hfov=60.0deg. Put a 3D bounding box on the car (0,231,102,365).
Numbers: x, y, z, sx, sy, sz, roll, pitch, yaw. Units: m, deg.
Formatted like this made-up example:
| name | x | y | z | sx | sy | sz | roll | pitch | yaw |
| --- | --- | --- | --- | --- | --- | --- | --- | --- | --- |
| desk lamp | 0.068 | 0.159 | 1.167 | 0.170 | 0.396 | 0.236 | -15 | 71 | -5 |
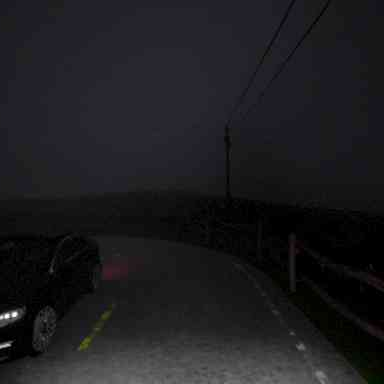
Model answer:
| name | x | y | z | sx | sy | sz | roll | pitch | yaw |
| --- | --- | --- | --- | --- | --- | --- | --- | --- | --- |
| car | -3.021 | 1.541 | 6.173 | 2.128 | 1.511 | 4.902 | 0 | 0 | -2 |
